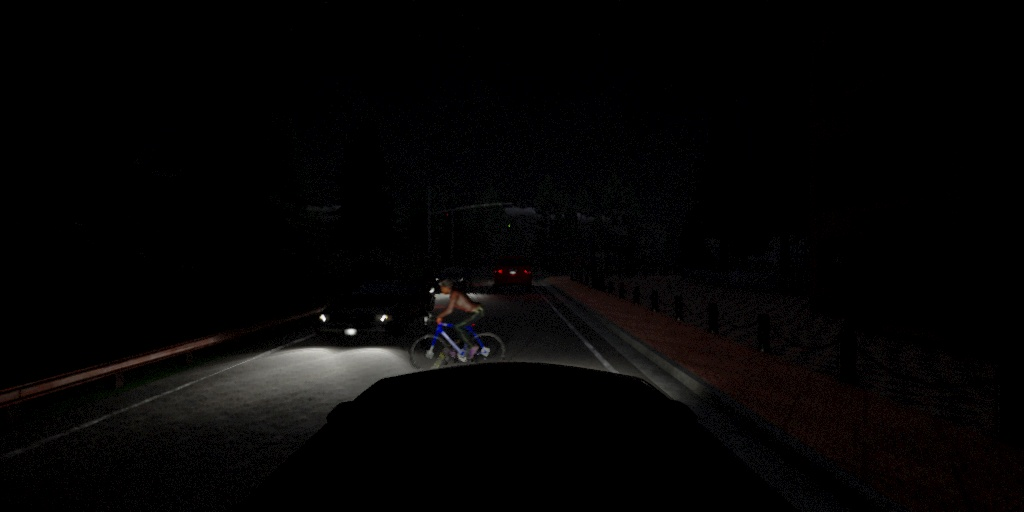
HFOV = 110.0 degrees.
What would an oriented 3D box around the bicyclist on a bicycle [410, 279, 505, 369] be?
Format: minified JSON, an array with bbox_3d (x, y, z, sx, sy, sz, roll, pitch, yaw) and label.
[{"bbox_3d":[-0.950,1.214,6.193,1.656,1.620,0.582,-2,0,0],"label":"bicyclist on a bicycle"}]

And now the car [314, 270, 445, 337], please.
[{"bbox_3d":[-3.613,1.324,10.700,2.033,1.411,5.357,0,0,0],"label":"car"}]

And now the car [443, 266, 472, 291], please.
[{"bbox_3d":[-3.571,1.335,22.501,1.812,1.442,4.674,0,0,0],"label":"car"}]

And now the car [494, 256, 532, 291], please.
[{"bbox_3d":[0.044,1.030,22.280,2.150,2.045,5.566,0,0,0],"label":"car"}]
